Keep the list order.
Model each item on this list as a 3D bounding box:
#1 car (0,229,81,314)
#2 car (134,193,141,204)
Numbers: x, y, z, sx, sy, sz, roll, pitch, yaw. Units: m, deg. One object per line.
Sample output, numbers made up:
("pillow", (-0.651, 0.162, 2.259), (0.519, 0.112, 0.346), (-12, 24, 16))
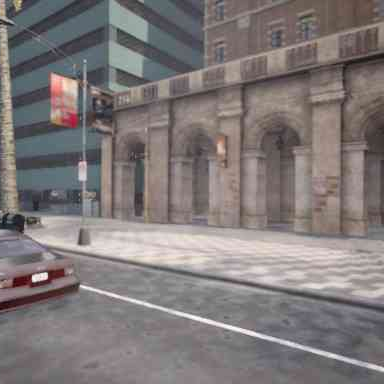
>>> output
("car", (-4.718, 1.555, 7.401), (5.357, 1.411, 2.033), (0, 0, 37))
("car", (-6.704, 1.124, 35.159), (5.566, 2.045, 2.435), (0, 0, 36))
